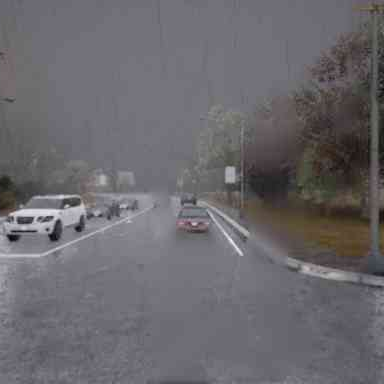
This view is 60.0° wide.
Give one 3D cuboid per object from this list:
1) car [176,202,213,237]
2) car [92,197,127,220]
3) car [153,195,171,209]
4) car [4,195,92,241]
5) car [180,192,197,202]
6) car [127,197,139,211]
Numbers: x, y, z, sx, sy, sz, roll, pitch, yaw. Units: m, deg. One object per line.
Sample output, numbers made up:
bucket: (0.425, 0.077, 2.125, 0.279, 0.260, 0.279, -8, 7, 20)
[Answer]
car: (0.104, 1.492, 17.540, 2.033, 1.411, 5.357, 0, 0, 0)
car: (-7.049, 1.396, 26.972, 2.128, 1.511, 4.902, 0, 0, 0)
car: (-3.652, 1.374, 41.057, 1.994, 1.385, 4.181, 0, 0, -2)
car: (-7.091, 1.168, 16.801, 2.150, 2.045, 5.566, 0, 0, 0)
car: (-0.521, 0.965, 48.432, 2.150, 2.045, 5.566, 0, 1, -4)
car: (-7.117, 1.330, 37.361, 2.128, 1.511, 4.902, 0, 0, -1)
